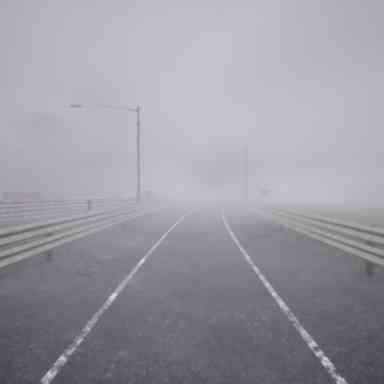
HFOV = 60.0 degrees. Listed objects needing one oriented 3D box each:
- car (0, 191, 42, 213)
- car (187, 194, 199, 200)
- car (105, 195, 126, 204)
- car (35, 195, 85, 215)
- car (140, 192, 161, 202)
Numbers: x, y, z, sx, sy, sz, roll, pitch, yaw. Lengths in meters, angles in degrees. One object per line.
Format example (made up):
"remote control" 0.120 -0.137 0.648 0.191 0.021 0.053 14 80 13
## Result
"car" -15.226 0.971 31.209 2.150 2.045 5.566 0 0 13
"car" 0.467 1.462 90.228 1.895 1.301 4.718 0 0 17
"car" -12.831 1.278 56.027 1.882 1.535 5.008 0 0 14
"car" -11.737 1.241 30.740 2.128 1.511 4.902 0 0 13
"car" -6.389 1.013 53.025 2.150 2.045 5.566 0 0 14
